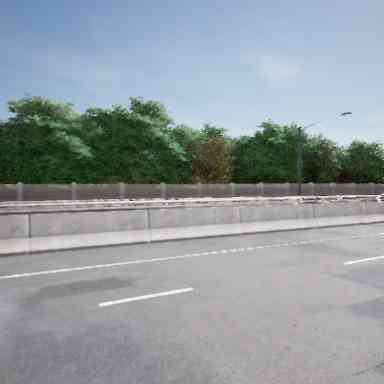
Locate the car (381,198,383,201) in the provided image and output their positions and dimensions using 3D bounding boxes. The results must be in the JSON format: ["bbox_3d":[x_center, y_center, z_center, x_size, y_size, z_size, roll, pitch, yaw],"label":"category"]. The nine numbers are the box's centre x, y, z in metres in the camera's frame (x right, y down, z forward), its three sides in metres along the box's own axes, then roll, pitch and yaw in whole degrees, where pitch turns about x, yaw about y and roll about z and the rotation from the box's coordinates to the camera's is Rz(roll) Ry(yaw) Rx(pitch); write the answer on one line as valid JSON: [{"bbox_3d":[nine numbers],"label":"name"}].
[{"bbox_3d":[27.292,1.055,44.266,5.008,1.535,1.882,-1,0,-28],"label":"car"}]
